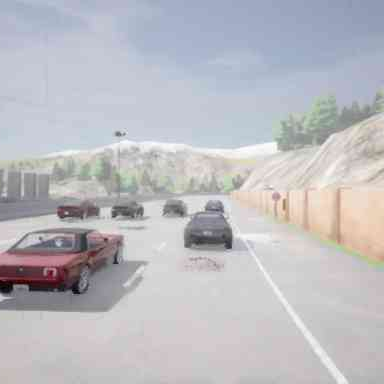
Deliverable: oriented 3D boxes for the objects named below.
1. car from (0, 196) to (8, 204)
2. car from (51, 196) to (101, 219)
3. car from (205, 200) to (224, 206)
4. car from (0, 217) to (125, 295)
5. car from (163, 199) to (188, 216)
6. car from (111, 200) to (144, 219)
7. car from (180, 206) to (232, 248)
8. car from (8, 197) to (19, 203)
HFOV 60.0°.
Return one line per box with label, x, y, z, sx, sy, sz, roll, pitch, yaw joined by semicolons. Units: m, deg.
car;-22.379;1.308;35.671;1.812;1.442;4.674;0;0;6
car;-8.940;1.362;26.702;1.882;1.535;5.008;0;0;5
car;2.358;1.500;35.070;1.994;1.385;4.181;0;0;5
car;-3.162;1.562;8.615;1.895;1.301;4.718;0;0;3
car;-1.533;1.427;31.109;1.837;1.490;4.892;0;0;5
car;-5.323;1.411;27.925;1.837;1.490;4.892;0;0;5
car;0.739;1.536;14.817;1.994;1.385;4.181;0;0;4
car;-25.085;1.295;43.814;2.033;1.411;5.357;0;0;6
